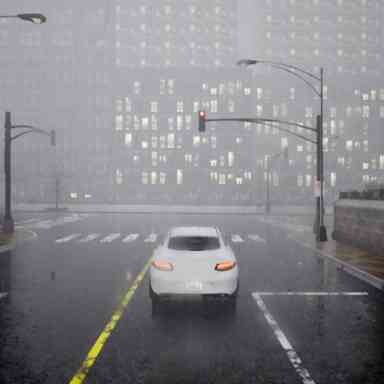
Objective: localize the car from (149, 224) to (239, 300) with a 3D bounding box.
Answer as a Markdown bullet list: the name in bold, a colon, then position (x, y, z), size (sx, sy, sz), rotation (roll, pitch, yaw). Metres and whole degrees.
- **car**: position (0.056, 1.524, 8.281), size (1.812, 1.442, 4.674), rotation (0, 0, 0)
